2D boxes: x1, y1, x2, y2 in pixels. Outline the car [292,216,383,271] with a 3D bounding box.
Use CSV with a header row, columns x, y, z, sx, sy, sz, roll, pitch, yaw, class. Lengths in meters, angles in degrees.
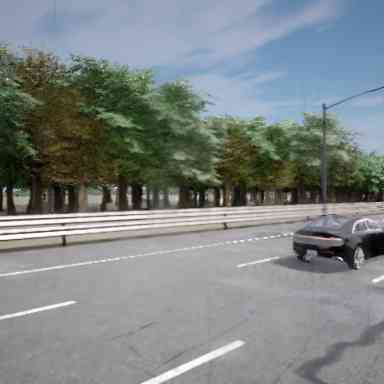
x,y,z,sx,sy,sz,roll,pitch,yaw,class
5.315,1.567,11.331,4.902,1.511,2.128,0,0,-42,car
